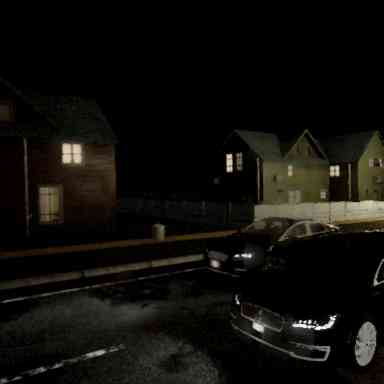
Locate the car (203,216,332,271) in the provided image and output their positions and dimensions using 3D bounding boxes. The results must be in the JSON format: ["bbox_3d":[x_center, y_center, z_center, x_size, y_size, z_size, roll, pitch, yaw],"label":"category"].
[{"bbox_3d":[2.557,1.476,9.498,4.902,1.511,2.128,0,0,-35],"label":"car"}]

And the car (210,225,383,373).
[{"bbox_3d":[2.835,1.493,5.706,4.892,1.490,1.837,0,0,-35],"label":"car"}]
